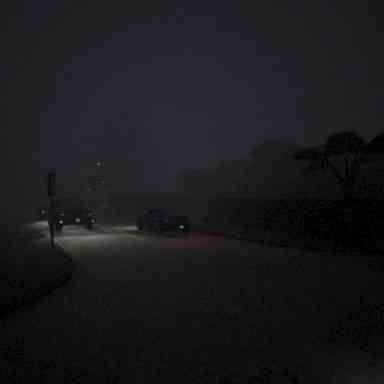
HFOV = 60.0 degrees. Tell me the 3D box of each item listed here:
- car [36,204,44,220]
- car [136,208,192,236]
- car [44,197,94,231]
[{"bbox_3d":[-13.299,1.801,30.986,1.895,1.301,4.718,0,0,-30],"label":"car"},{"bbox_3d":[-1.713,1.654,19.542,1.812,1.442,4.674,0,0,-31],"label":"car"},{"bbox_3d":[-8.232,1.367,22.326,2.150,2.045,5.566,0,-1,-30],"label":"car"}]
